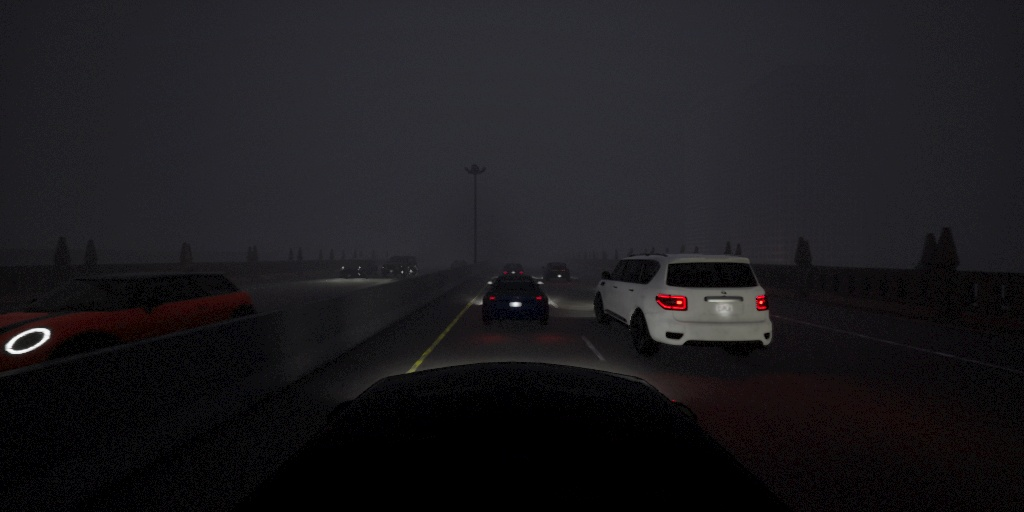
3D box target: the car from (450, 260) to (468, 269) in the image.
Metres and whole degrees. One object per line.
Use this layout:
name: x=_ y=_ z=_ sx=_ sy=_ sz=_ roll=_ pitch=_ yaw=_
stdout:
car: x=-7.104 y=1.254 z=48.557 sx=2.128 sy=1.511 sz=4.902 roll=0 pitch=0 yaw=0

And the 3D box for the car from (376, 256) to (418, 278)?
car: x=-10.591 y=0.978 z=34.269 sx=2.150 sy=2.045 sz=5.566 roll=0 pitch=0 yaw=1

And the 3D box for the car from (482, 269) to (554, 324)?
car: x=0.101 y=1.315 z=11.975 sx=1.994 sy=1.385 sz=4.181 roll=0 pitch=0 yaw=0

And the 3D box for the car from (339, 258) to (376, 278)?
car: x=-14.090 y=1.109 z=33.283 sx=2.097 sy=1.767 sz=4.553 roll=0 pitch=0 yaw=0

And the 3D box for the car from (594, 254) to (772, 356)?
car: x=3.601 y=0.972 z=8.769 sx=2.150 sy=2.045 sz=5.566 roll=0 pitch=0 yaw=0

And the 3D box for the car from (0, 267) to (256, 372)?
car: x=-7.099 y=1.102 z=6.551 sx=2.097 sy=1.767 sz=4.553 roll=0 pitch=0 yaw=0

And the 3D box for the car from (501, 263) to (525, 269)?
car: x=0.102 y=1.304 z=29.743 sx=2.033 sy=1.411 sz=5.357 roll=0 pitch=0 yaw=0

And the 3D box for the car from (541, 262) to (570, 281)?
car: x=3.602 y=1.261 z=29.594 sx=1.837 sy=1.490 sz=4.892 roll=0 pitch=0 yaw=0
